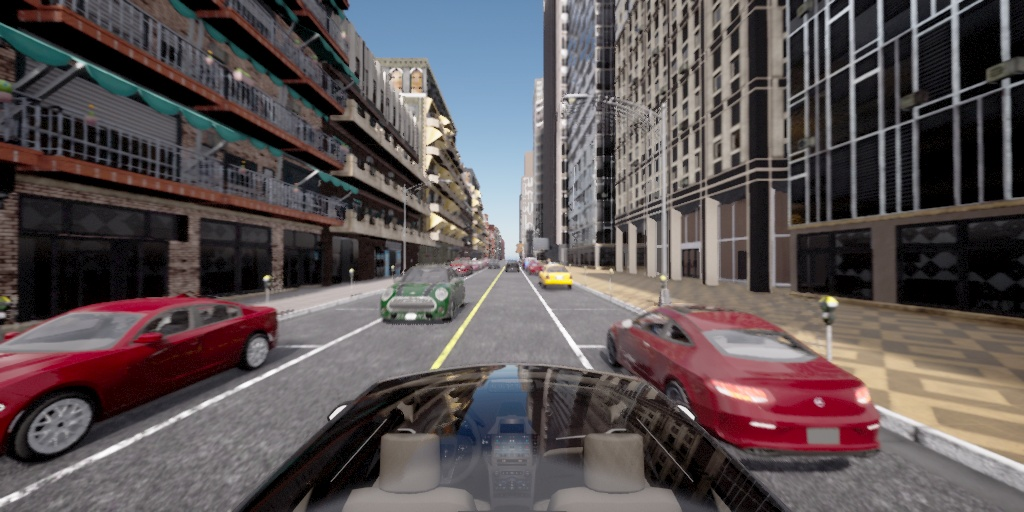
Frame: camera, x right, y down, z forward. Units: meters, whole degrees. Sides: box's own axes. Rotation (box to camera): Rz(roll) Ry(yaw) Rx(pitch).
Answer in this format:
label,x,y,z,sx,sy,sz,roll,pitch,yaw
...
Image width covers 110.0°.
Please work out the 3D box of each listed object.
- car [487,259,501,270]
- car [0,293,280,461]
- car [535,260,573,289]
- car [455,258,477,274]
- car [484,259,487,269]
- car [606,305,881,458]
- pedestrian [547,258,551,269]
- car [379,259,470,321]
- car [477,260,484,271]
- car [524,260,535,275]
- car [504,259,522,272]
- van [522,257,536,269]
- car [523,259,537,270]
label,x,y,z,sx,sy,sz,roll,pitch,yaw
car,-2.802,1.321,55.697,1.837,1.490,4.892,0,0,0
car,-5.314,1.296,5.022,1.888,1.381,4.507,0,0,0
car,2.750,1.222,23.352,1.801,1.575,5.366,0,0,0
car,-5.315,1.099,38.237,2.192,1.841,5.009,0,0,0
car,-5.315,1.366,54.843,2.007,1.370,4.403,0,0,0
car,2.566,1.334,5.035,1.802,1.307,4.207,0,0,0
pedestrian,2.750,1.063,26.354,0.375,1.860,0.375,1,-1,0
car,-2.849,1.108,12.361,2.097,1.767,4.553,0,0,0
car,-5.315,1.386,49.307,1.802,1.307,4.207,0,0,0
car,2.566,1.367,38.248,1.802,1.307,4.207,0,0,0
car,0.072,1.308,47.478,1.837,1.490,4.892,0,0,0
van,2.566,1.146,49.318,1.690,1.789,3.998,0,0,0
car,2.566,1.376,43.785,1.802,1.307,4.207,0,0,0
